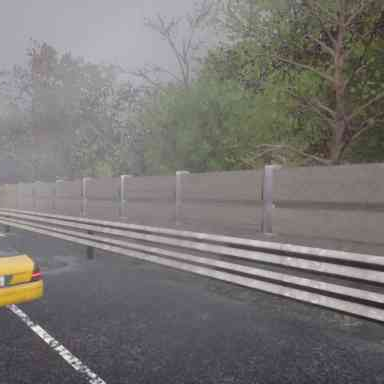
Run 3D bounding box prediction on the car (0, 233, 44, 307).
[{"bbox_3d":[-4.981,1.458,7.308,1.801,1.575,5.366,0,0,-43],"label":"car"}]
